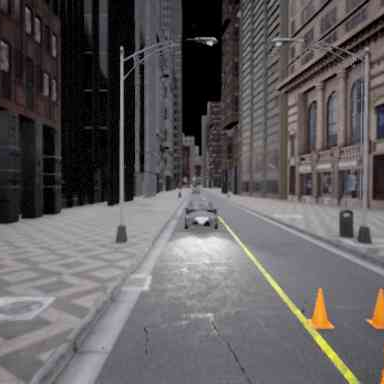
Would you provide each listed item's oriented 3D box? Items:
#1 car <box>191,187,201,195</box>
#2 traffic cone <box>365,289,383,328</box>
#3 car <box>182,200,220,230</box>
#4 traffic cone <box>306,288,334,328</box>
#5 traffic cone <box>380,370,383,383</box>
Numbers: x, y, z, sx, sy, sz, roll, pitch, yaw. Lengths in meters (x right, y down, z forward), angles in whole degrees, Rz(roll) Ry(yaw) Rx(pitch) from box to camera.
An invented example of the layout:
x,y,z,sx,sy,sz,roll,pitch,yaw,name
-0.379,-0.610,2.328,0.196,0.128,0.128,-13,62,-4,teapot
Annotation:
x,y,z,sx,sy,sz,roll,pitch,yaw,name
1.064,-0.195,87.450,2.150,2.045,5.566,0,1,0,car
3.116,1.891,5.487,0.340,0.580,0.340,0,1,0,traffic cone
0.504,1.215,19.079,2.128,1.511,4.902,0,1,0,car
2.116,1.886,5.495,0.340,0.580,0.340,0,1,0,traffic cone
2.099,1.914,3.495,0.340,0.580,0.340,0,1,0,traffic cone
